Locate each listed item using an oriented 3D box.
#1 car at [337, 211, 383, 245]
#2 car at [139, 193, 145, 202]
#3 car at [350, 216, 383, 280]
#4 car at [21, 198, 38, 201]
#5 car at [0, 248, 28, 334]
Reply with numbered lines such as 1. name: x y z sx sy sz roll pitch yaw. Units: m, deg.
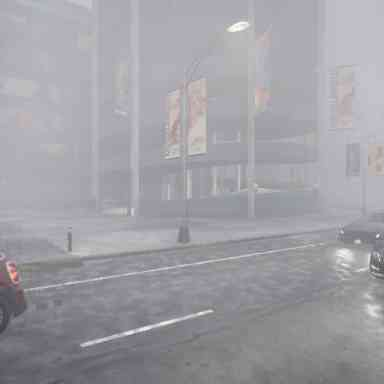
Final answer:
1. car: 8.544 1.547 14.666 5.357 1.411 2.033 0 0 -39
2. car: -11.022 1.029 63.943 2.435 2.045 5.566 0 0 -36
3. car: 6.562 1.490 8.803 4.902 1.511 2.128 0 0 -37
4. car: -25.528 1.463 52.433 1.895 1.301 4.718 0 0 -36
5. car: -4.974 1.352 4.769 4.553 1.767 2.097 0 0 -36
